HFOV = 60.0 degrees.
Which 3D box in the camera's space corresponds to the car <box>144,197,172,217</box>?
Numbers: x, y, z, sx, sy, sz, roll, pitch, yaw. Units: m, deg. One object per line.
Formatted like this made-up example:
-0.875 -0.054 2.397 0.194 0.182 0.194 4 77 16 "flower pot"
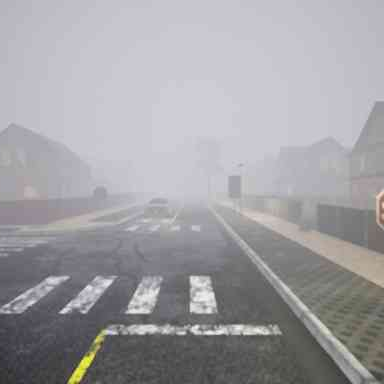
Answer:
-2.696 1.176 27.179 1.882 1.535 5.008 0 1 0 "car"
